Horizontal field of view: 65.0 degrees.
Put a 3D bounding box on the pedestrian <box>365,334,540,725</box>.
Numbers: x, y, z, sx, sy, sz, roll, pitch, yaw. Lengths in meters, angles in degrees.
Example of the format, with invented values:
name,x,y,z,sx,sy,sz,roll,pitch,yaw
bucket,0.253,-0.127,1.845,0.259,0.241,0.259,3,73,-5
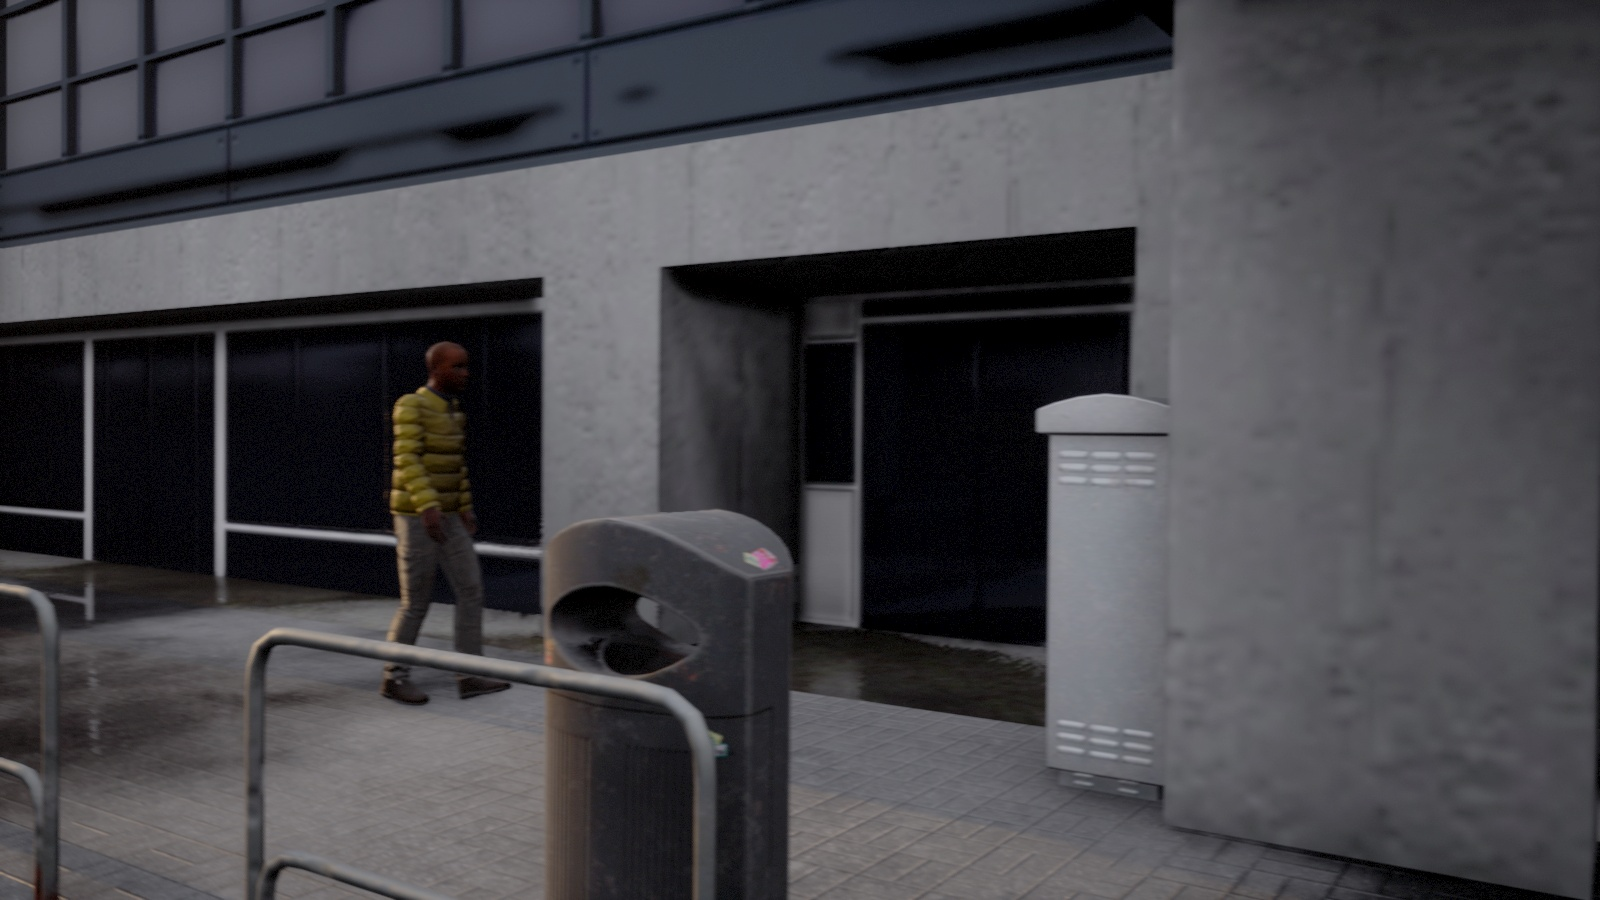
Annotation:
name,x,y,z,sx,sy,sz,roll,pitch,yaw
pedestrian,-1.706,0.372,6.178,0.726,1.835,0.370,0,1,21

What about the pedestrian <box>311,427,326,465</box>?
name,x,y,z,sx,sy,sz,roll,pitch,yaw
pedestrian,-23.854,-0.196,62.183,0.594,1.836,0.345,-1,1,-37
